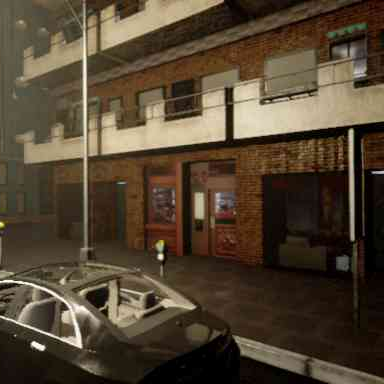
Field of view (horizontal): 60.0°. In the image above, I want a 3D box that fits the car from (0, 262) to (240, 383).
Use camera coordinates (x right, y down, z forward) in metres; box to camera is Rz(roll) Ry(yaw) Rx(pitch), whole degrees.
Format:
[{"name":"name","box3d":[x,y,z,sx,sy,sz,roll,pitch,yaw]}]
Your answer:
[{"name":"car","box3d":[-1.578,1.543,4.015,4.403,1.369,2.008,0,-1,36]}]
